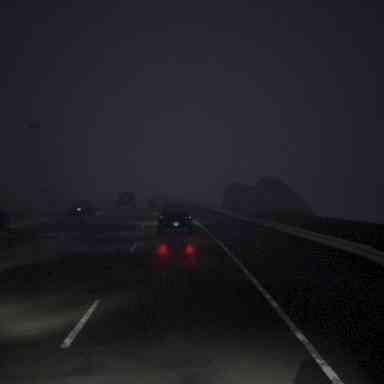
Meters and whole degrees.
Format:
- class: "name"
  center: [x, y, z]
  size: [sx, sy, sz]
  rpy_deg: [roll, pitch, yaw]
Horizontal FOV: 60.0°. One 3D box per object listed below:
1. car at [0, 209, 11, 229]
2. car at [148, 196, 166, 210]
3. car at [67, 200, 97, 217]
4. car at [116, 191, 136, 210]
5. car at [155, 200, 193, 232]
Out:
- class: "car"
  center: [-11.450, 1.236, 17.487]
  size: [2.097, 1.767, 4.553]
  rpy_deg: [0, 0, -6]
- class: "car"
  center: [-3.867, 1.220, 37.481]
  size: [2.128, 1.511, 4.902]
  rpy_deg: [0, 0, -11]
- class: "car"
  center: [-9.395, 1.363, 28.727]
  size: [1.994, 1.385, 4.181]
  rpy_deg: [0, 0, -9]
- class: "car"
  center: [-7.755, 0.942, 39.064]
  size: [2.150, 2.045, 5.566]
  rpy_deg: [0, 0, -12]
- class: "car"
  center: [-1.030, 1.387, 18.843]
  size: [1.812, 1.442, 4.674]
  rpy_deg: [0, 0, -6]
